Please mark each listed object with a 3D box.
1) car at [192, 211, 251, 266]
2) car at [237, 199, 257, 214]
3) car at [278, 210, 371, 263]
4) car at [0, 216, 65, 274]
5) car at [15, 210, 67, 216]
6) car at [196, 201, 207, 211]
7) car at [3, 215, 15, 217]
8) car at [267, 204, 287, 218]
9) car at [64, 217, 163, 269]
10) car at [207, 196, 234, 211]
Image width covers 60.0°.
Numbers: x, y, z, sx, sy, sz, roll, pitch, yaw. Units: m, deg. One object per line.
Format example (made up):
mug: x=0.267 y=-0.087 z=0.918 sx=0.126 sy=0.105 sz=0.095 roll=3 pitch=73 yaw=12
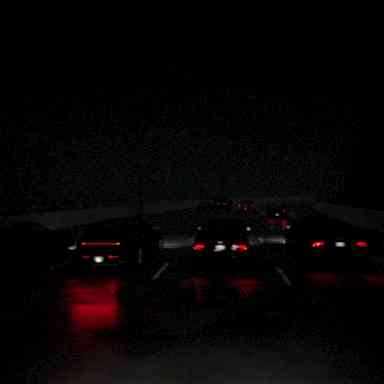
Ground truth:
car: x=1.114 y=1.645 z=11.939 sx=2.033 sy=1.411 sz=5.357 roll=-1 pitch=-1 yaw=7
car: x=6.687 y=1.642 z=40.007 sx=2.097 sy=1.767 sz=4.553 roll=-1 pitch=-1 yaw=15
car: x=4.669 y=1.608 z=12.241 sx=2.033 sy=1.411 sz=5.357 roll=-1 pitch=-1 yaw=7
car: x=-6.005 y=1.718 z=11.259 sx=2.033 sy=1.411 sz=5.357 roll=-1 pitch=-1 yaw=7
car: x=-13.655 y=1.912 z=30.933 sx=1.882 sy=1.535 sz=5.008 roll=-1 pitch=-1 yaw=12
car: x=1.993 y=1.989 z=49.008 sx=1.994 sy=1.385 sz=4.181 roll=-1 pitch=-1 yaw=18
car: x=-17.213 y=2.077 z=31.075 sx=1.895 sy=1.301 sz=4.718 roll=-1 pitch=-1 yaw=11
car: x=8.312 y=1.805 z=32.508 sx=1.895 sy=1.301 sz=4.718 roll=-1 pitch=-1 yaw=14
car: x=-2.328 y=1.640 z=11.735 sx=1.837 sy=1.490 sz=4.892 roll=-1 pitch=0 yaw=7
car: x=4.077 y=1.582 z=44.334 sx=2.150 sy=2.045 sz=5.566 roll=-1 pitch=0 yaw=17
